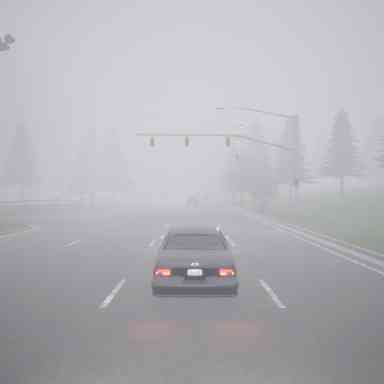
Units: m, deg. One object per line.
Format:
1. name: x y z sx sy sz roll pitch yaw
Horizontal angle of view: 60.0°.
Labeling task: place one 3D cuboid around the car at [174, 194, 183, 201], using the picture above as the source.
1. car: -3.423 1.515 83.816 1.812 1.442 4.674 0 0 0

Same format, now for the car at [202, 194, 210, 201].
1. car: 3.576 1.490 83.393 1.837 1.490 4.892 0 0 0

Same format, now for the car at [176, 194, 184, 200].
1. car: -3.414 1.355 93.820 2.128 1.511 4.902 0 0 0

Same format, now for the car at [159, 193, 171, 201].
1. car: -6.924 1.215 83.433 2.150 2.045 5.566 0 0 0

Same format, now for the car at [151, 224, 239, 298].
1. car: 0.074 1.547 8.714 2.033 1.411 5.357 0 0 0

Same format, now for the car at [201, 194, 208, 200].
1. car: 3.586 1.308 93.813 1.882 1.535 5.008 0 0 0

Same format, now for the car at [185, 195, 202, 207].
1. car: 0.046 1.351 52.754 2.097 1.767 4.553 0 0 0

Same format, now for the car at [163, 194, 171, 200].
1. car: -6.914 1.383 93.823 1.994 1.385 4.181 0 0 0

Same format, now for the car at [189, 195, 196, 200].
1. car: 0.086 1.538 94.230 2.033 1.411 5.357 0 0 0
